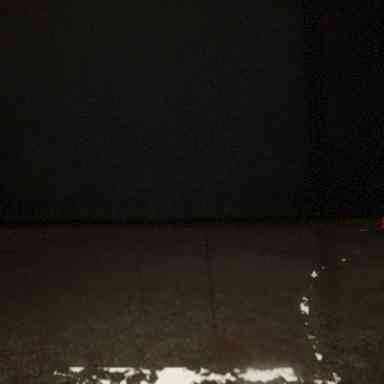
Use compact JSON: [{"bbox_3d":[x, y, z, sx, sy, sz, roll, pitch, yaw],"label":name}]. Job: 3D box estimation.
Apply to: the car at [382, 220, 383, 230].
[{"bbox_3d":[10.705,0.980,14.127,4.553,1.767,2.097,-2,-4,-1],"label":"car"}]
